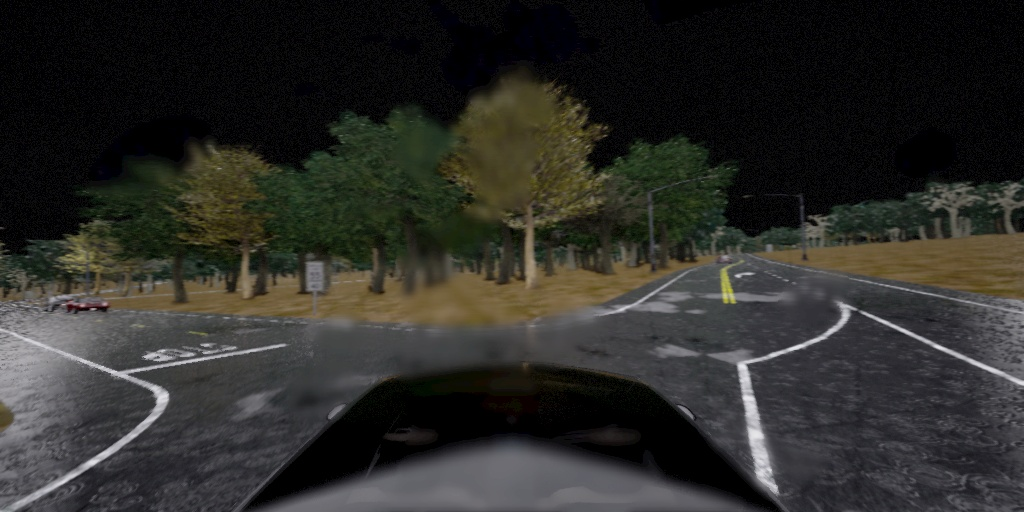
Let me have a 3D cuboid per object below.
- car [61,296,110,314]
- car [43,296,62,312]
[{"bbox_3d":[-36.353,4.211,30.678,4.718,1.301,1.895,-4,-4,31],"label":"car"},{"bbox_3d":[-44.894,4.742,35.819,4.892,1.490,1.837,-4,-4,31],"label":"car"}]
